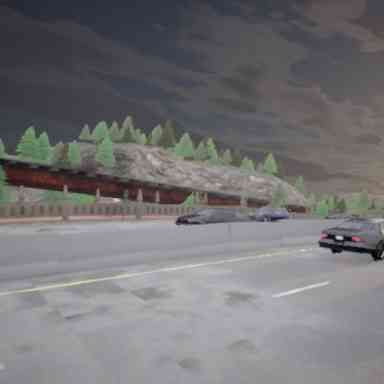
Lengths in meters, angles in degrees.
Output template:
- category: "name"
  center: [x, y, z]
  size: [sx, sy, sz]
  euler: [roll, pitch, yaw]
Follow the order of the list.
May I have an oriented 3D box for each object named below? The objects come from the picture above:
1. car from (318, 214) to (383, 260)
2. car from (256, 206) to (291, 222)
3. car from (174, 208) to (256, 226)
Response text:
- category: "car"
  center: [7.255, 1.757, 13.223]
  size: [5.357, 1.411, 2.033]
  euler: [3, -1, -35]
- category: "car"
  center: [6.970, 2.084, 30.459]
  size: [4.553, 1.767, 2.097]
  euler: [5, -3, -35]
- category: "car"
  center: [1.495, 1.777, 22.258]
  size: [5.357, 1.411, 2.033]
  euler: [3, -1, -35]
